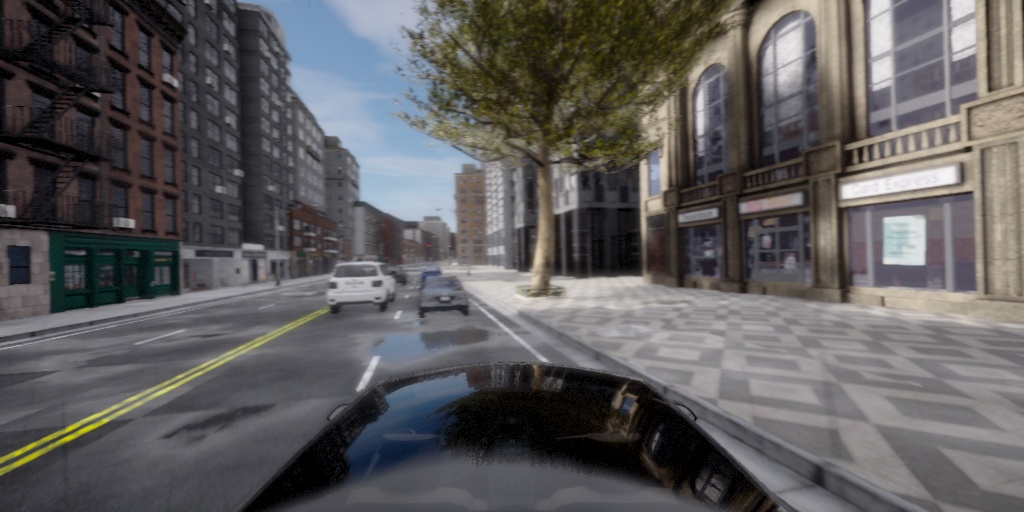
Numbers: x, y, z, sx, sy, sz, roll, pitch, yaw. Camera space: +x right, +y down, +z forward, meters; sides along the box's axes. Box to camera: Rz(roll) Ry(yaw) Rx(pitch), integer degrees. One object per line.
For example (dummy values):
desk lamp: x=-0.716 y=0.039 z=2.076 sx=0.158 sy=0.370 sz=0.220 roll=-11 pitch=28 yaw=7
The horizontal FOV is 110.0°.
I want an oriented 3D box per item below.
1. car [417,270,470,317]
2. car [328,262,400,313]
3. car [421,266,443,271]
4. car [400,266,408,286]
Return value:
car: x=-2.801 y=1.501 z=14.382 sx=2.033 sy=1.411 sz=5.357 roll=-1 pitch=-1 yaw=-13
car: x=-6.575 y=1.293 z=16.202 sx=2.150 sy=2.045 sz=5.566 roll=-1 pitch=0 yaw=-13
car: x=-7.677 y=1.727 z=34.538 sx=1.882 sy=1.535 sz=5.008 roll=-1 pitch=0 yaw=-14
car: x=-10.290 y=1.646 z=31.492 sx=2.097 sy=1.767 sz=4.553 roll=-1 pitch=-1 yaw=-13
